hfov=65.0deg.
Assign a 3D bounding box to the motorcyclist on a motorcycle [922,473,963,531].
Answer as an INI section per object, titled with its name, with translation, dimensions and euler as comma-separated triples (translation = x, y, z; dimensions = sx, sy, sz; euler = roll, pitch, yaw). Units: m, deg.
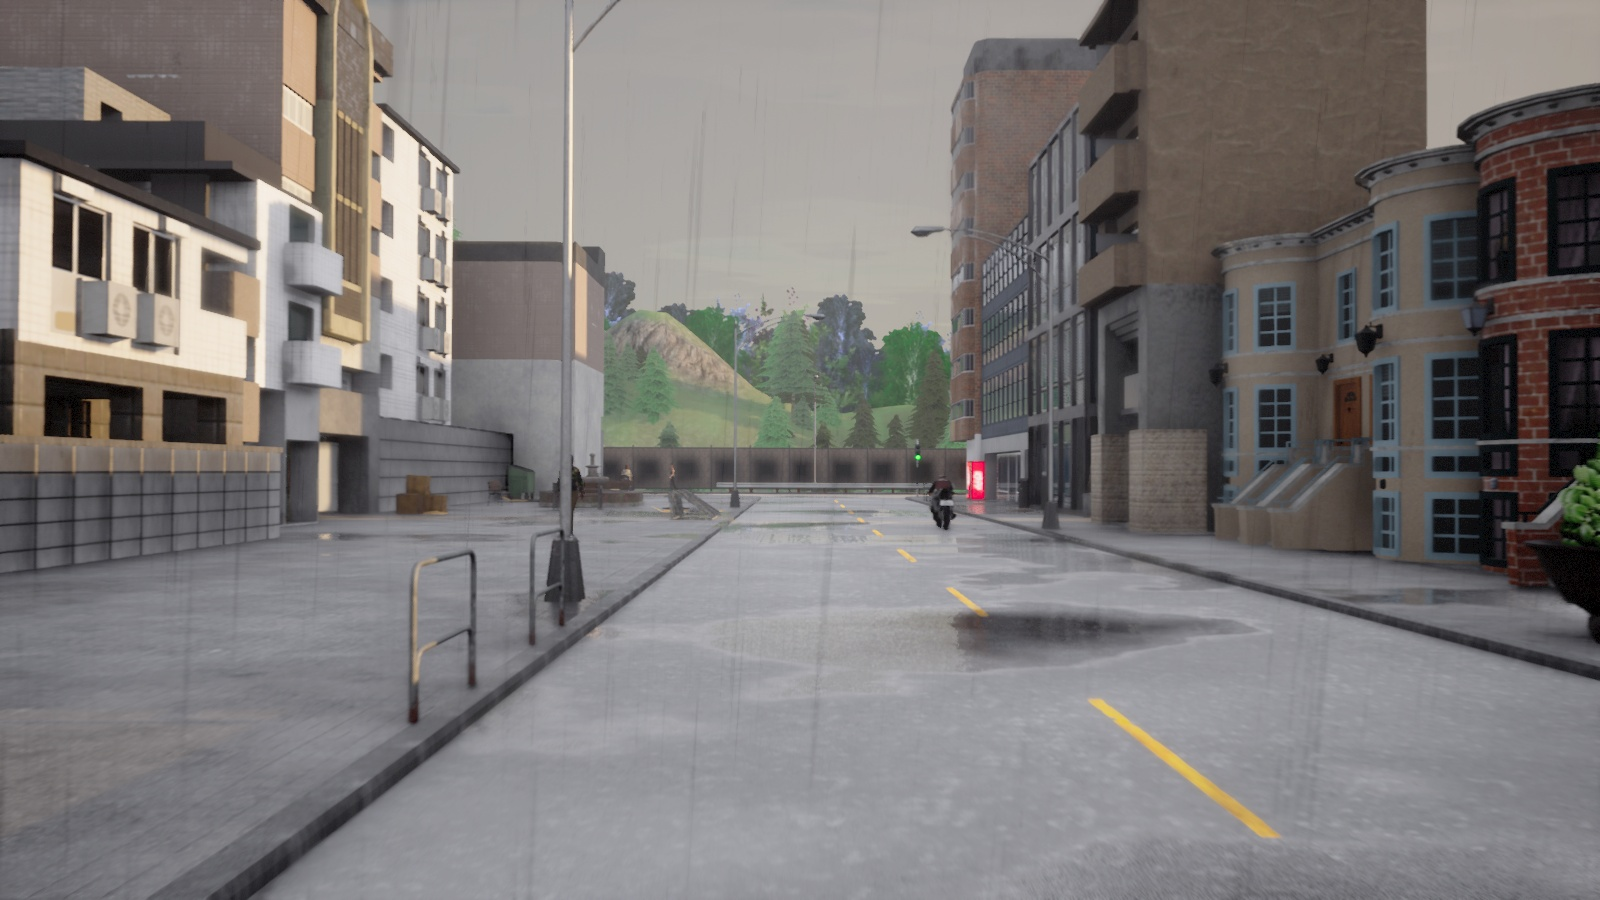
[motorcyclist on a motorcycle]
translation = 3.915, 1.414, 34.669
dimensions = 0.866, 1.530, 2.191
euler = 0, -1, 0
